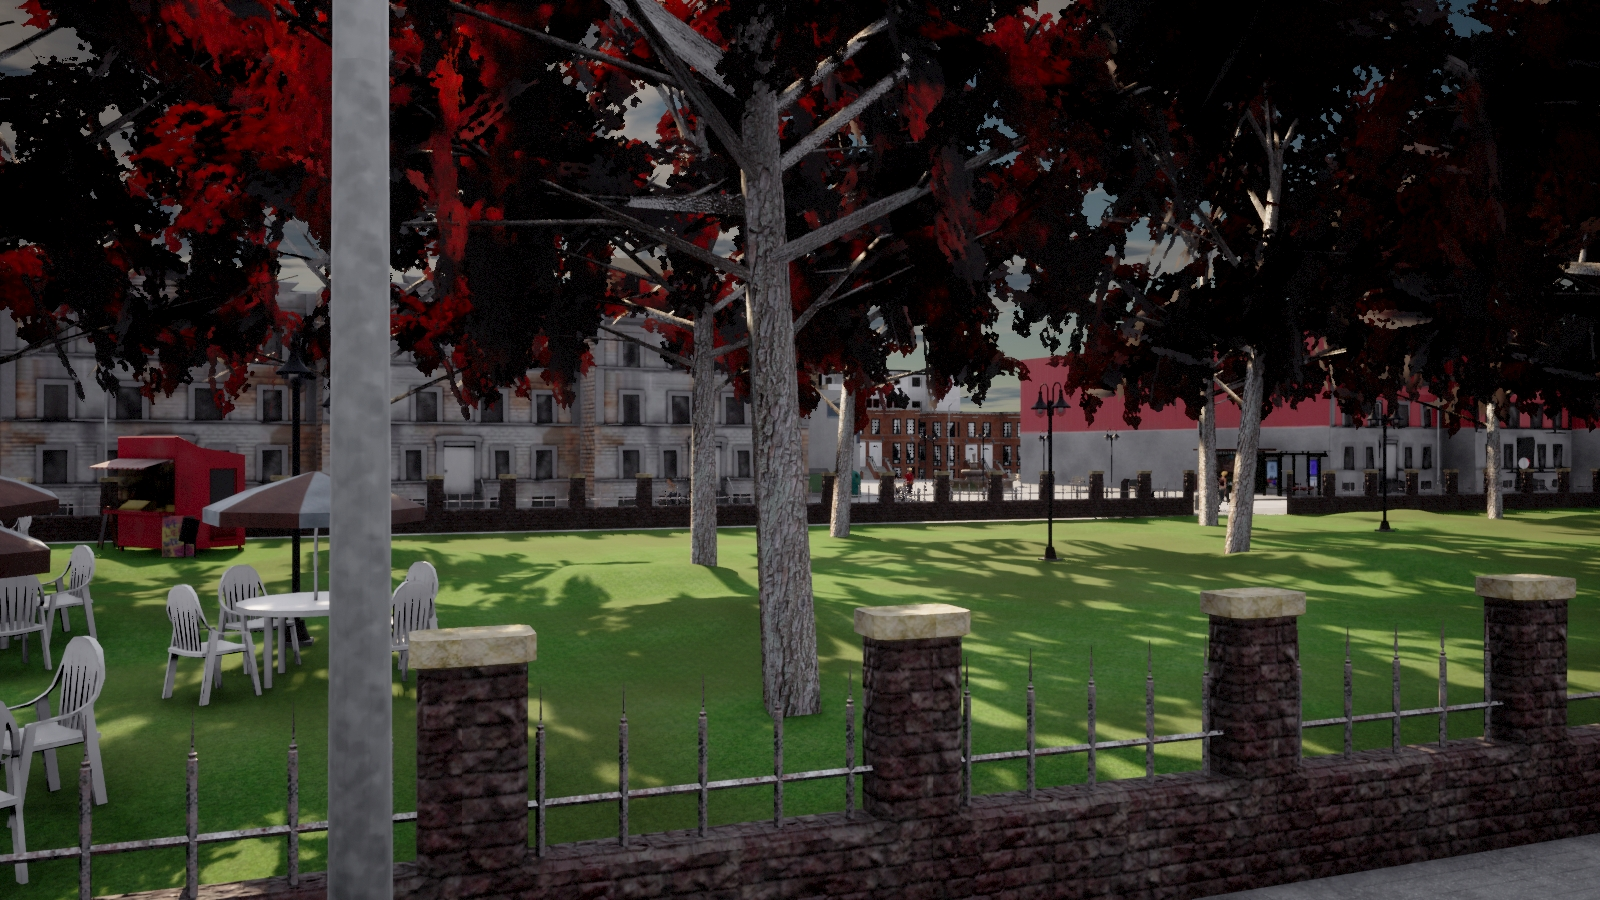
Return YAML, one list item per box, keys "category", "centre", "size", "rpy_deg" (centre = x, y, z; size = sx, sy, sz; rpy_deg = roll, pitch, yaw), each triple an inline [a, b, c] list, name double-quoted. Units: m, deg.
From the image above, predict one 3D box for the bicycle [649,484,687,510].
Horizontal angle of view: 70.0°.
- category: "bicycle"
  centre: [-5.776, 2.041, 49.906]
  size: [1.487, 1.080, 0.859]
  rpy_deg: [0, 0, -20]

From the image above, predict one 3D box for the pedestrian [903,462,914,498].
- category: "pedestrian"
  centre: [5.541, 1.535, 58.328]
  size: [0.375, 1.860, 0.375]
  rpy_deg: [0, 0, -44]

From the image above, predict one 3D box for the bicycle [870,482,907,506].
- category: "bicycle"
  centre: [4.154, 2.045, 53.539]
  size: [1.487, 1.080, 0.859]
  rpy_deg: [0, 0, -20]

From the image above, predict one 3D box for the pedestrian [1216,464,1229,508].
- category: "pedestrian"
  centre: [18.212, 1.539, 49.251]
  size: [0.375, 1.860, 0.375]
  rpy_deg: [0, 0, -21]
